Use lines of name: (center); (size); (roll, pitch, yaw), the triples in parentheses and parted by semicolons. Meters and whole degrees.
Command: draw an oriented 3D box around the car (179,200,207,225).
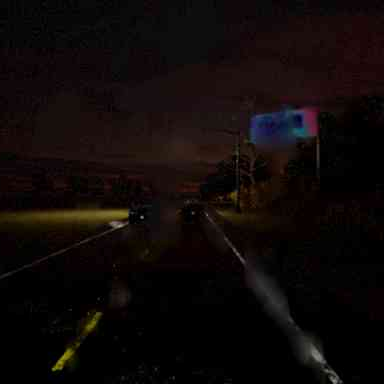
car: (0.084, 1.630, 26.900); (2.097, 1.767, 4.553); (0, -1, 0)

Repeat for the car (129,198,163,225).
car: (-3.561, 1.499, 26.684); (2.150, 2.045, 5.566); (0, -1, 0)

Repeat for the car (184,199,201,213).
car: (0.104, 1.799, 43.447); (2.097, 1.767, 4.553); (0, -1, 0)
